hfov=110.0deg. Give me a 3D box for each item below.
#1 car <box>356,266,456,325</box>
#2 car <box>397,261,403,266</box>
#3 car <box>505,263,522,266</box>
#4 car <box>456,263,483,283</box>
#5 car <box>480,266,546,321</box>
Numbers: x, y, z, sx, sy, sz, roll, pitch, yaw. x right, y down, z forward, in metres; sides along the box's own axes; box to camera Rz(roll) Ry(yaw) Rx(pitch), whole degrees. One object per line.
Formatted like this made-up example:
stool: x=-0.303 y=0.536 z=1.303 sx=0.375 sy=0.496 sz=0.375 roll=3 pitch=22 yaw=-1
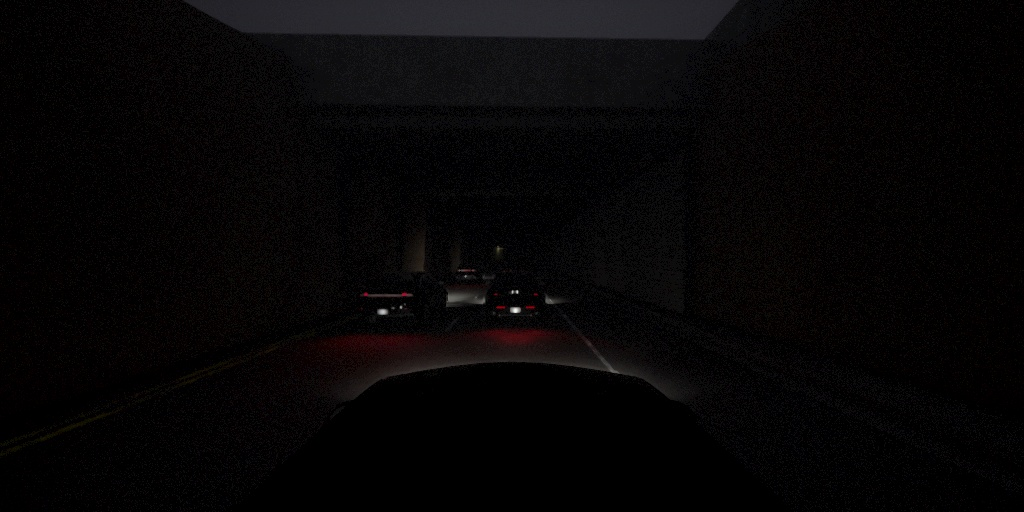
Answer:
car: x=-3.401 y=1.261 z=11.855 sx=2.128 sy=1.511 sz=4.902 roll=0 pitch=0 yaw=0
car: x=-14.077 y=1.348 z=48.209 sx=1.837 sy=1.490 sz=4.892 roll=0 pitch=-1 yaw=0
car: x=0.098 y=1.308 z=28.926 sx=1.837 sy=1.490 sz=4.892 roll=0 pitch=0 yaw=0
car: x=-3.402 y=1.294 z=28.843 sx=2.128 sy=1.511 sz=4.902 roll=0 pitch=0 yaw=0
car: x=0.099 y=1.275 z=12.481 sx=1.837 sy=1.490 sz=4.892 roll=0 pitch=0 yaw=0
